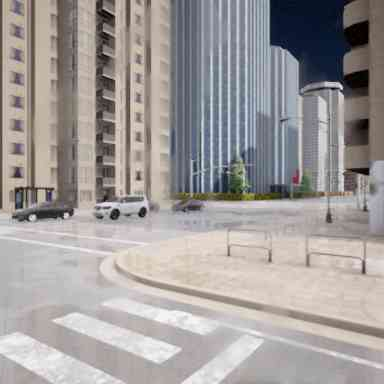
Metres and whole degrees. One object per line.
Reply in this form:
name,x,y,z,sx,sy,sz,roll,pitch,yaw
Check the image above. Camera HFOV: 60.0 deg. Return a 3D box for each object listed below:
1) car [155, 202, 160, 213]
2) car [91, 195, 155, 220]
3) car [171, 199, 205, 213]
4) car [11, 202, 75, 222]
car,-5.394,1.590,36.404,1.812,1.442,4.674,0,0,35
car,-6.115,1.285,29.251,2.150,2.045,5.566,0,0,35
car,-0.418,1.569,37.433,1.837,1.490,4.892,0,0,35
car,-11.971,1.569,26.994,1.837,1.490,4.892,0,0,36
